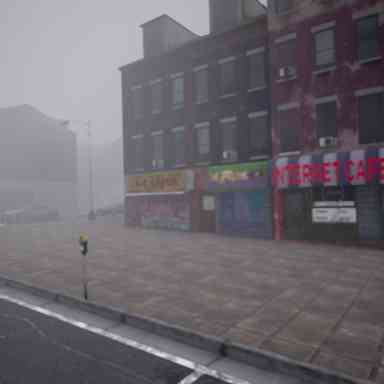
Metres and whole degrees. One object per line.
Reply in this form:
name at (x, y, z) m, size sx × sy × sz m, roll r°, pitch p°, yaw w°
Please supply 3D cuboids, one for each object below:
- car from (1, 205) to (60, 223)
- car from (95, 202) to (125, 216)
car at (-12.813, 1.719, 26.602) m, size 1.994 × 1.385 × 4.181 m, roll -3°, pitch -1°, yaw 36°
car at (-7.341, 1.697, 34.179) m, size 2.033 × 1.411 × 5.357 m, roll -3°, pitch -1°, yaw 35°
